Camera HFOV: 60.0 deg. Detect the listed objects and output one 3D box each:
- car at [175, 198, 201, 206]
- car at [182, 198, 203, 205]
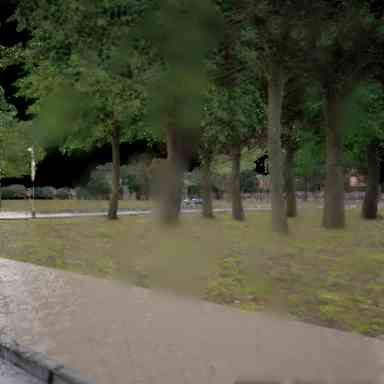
[{"bbox_3d":[-0.715,1.865,62.290,4.674,1.442,1.812,0,-1,-31],"label":"car"},{"bbox_3d":[0.975,1.788,59.514,5.008,1.535,1.882,0,-1,-31],"label":"car"}]
